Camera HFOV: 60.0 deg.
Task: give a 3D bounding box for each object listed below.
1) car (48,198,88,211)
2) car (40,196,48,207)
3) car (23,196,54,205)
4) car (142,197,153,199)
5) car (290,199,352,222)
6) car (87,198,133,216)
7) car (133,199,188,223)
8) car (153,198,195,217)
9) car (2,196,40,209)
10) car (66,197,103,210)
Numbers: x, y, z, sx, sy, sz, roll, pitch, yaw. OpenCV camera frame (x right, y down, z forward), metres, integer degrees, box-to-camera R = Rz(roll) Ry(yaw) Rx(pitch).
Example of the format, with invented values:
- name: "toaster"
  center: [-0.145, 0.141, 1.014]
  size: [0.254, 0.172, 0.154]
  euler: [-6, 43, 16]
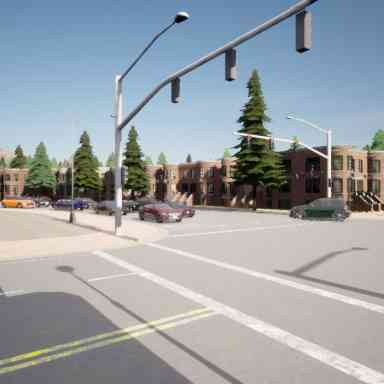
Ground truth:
- name: "car"
  center: [-14.898, 1.601, 40.030]
  size: [4.718, 1.301, 1.895]
  euler: [0, 0, 38]
- name: "car"
  center: [-23.202, 1.492, 49.116]
  size: [4.902, 1.511, 2.128]
  euler: [0, 0, 23]
- name: "car"
  center: [-26.685, 1.505, 57.772]
  size: [4.892, 1.490, 1.837]
  euler: [0, -1, 16]
- name: "car"
  center: [-6.634, 1.491, 46.950]
  size: [4.902, 1.511, 2.128]
  euler: [0, 0, 42]
- name: "car"
  center: [10.281, 1.352, 26.673]
  size: [4.553, 1.767, 2.097]
  euler: [0, -1, 32]
- name: "car"
  center: [-8.215, 1.547, 33.250]
  size: [2.033, 1.411, 5.357]
  euler: [0, 0, -38]
- name: "car"
  center: [-2.543, 1.526, 25.566]
  size: [1.812, 1.442, 4.674]
  euler: [0, 0, -35]
- name: "car"
  center: [-1.553, 1.564, 30.084]
  size: [1.994, 1.385, 4.181]
  euler: [0, 0, -37]
- name: "car"
  center: [-23.615, 1.352, 45.436]
  size: [4.553, 1.767, 2.097]
  euler: [0, 0, 25]
- name: "car"
  center: [-14.256, 1.492, 43.852]
  size: [4.902, 1.511, 2.128]
  euler: [0, 0, 36]
